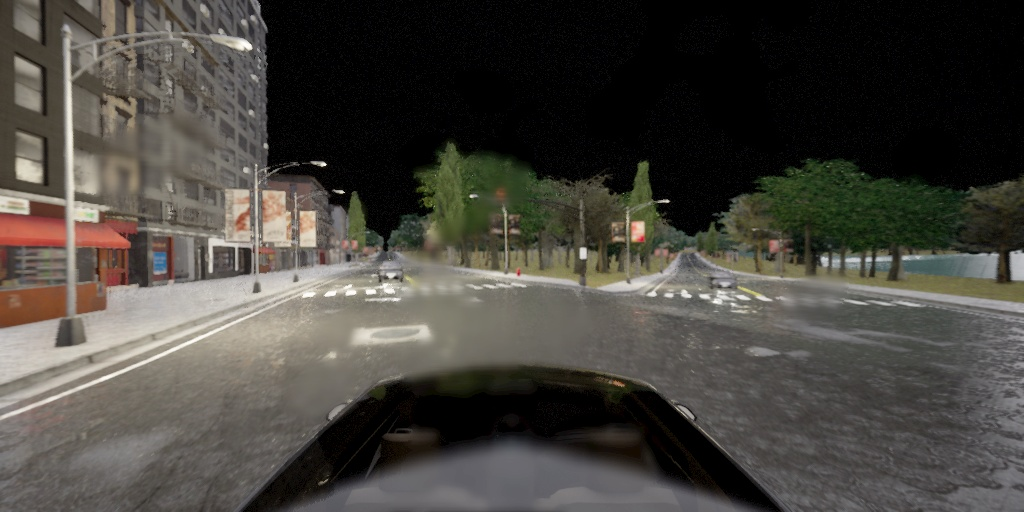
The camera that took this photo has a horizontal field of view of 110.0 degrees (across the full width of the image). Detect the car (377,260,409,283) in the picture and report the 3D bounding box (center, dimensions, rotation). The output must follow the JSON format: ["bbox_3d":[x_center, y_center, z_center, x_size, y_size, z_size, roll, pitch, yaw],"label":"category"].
[{"bbox_3d":[-9.872,1.328,29.321,2.128,1.511,4.902,-1,0,-19],"label":"car"}]

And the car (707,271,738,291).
[{"bbox_3d":[17.144,2.012,29.344,2.128,1.511,4.902,0,-1,25],"label":"car"}]
